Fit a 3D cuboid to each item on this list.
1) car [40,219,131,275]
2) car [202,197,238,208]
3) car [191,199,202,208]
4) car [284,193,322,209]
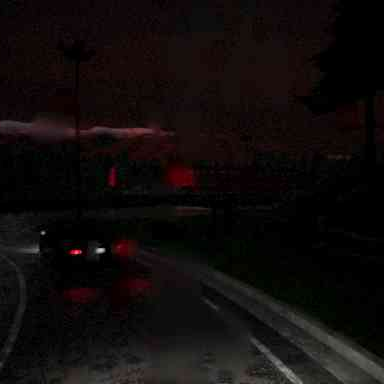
[{"bbox_3d":[-3.685,1.587,10.824,2.033,1.411,5.357,0,0,-31],"label":"car"},{"bbox_3d":[4.311,1.501,47.212,4.892,1.490,1.837,0,0,-29],"label":"car"},{"bbox_3d":[2.275,1.493,50.079,5.008,1.535,1.882,0,0,-29],"label":"car"},{"bbox_3d":[16.407,1.114,49.941,5.566,2.045,2.150,-1,0,-29],"label":"car"}]
